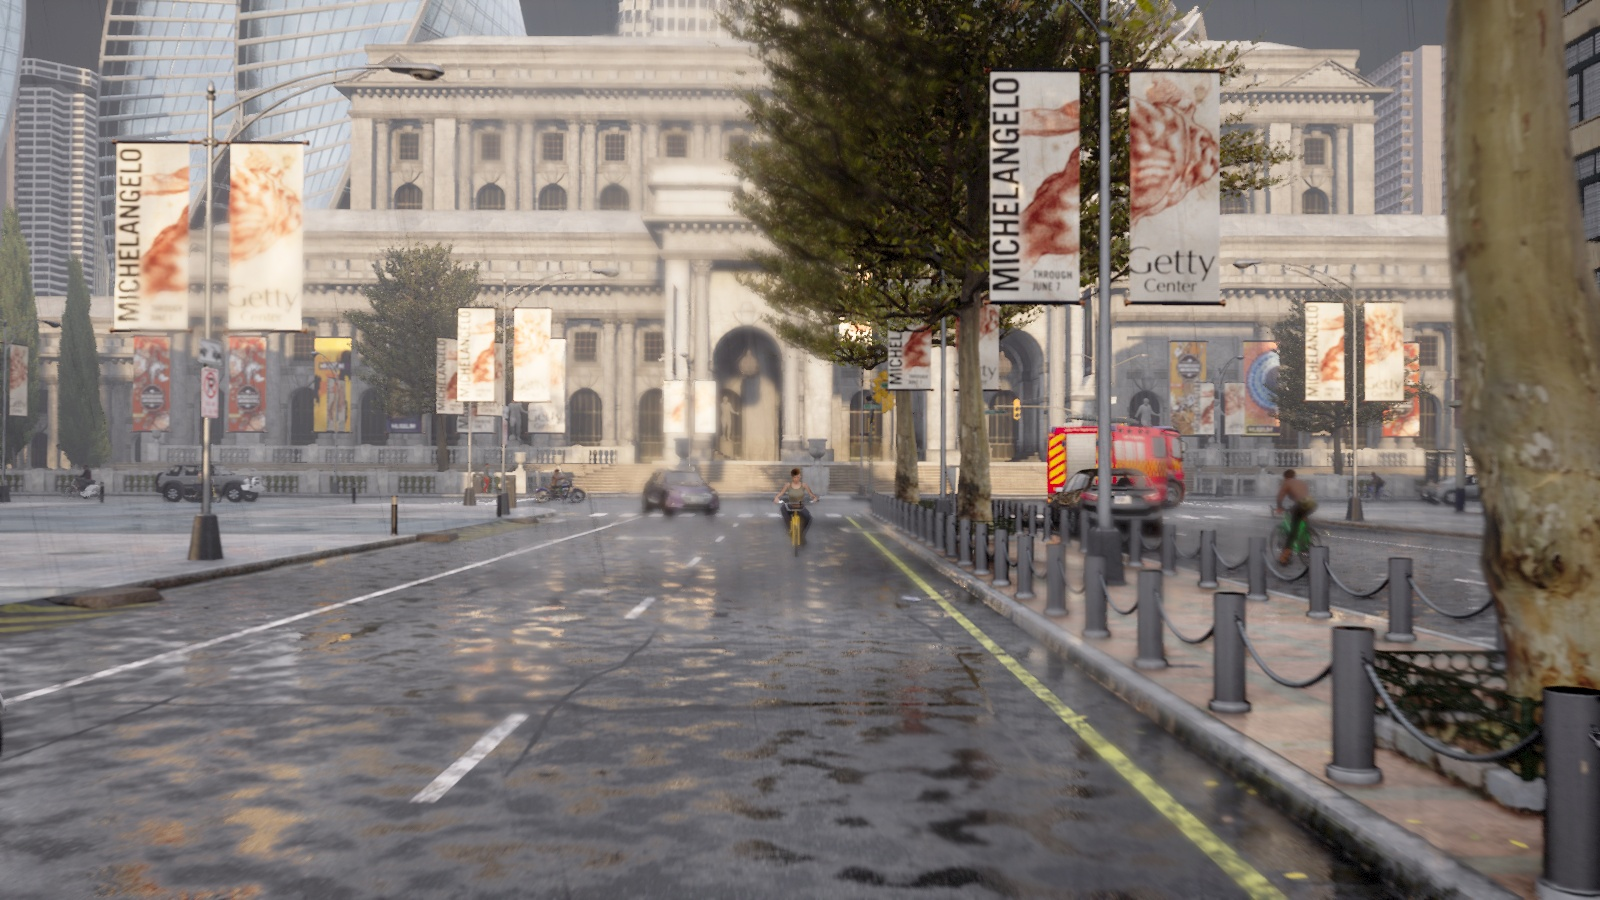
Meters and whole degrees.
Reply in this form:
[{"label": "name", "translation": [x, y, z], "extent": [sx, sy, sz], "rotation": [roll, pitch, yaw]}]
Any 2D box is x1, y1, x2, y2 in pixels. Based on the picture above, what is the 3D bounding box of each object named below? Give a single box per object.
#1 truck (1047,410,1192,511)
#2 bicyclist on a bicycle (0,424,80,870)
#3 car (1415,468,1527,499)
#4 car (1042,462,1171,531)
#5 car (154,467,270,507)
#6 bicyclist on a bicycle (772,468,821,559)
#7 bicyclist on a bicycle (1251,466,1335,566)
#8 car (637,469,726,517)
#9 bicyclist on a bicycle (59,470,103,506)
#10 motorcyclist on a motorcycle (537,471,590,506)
[{"label": "truck", "translation": [13.424, 0.469, 52.225], "extent": [2.891, 3.827, 8.468], "rotation": [-1, -1, 36]}, {"label": "bicyclist on a bicycle", "translation": [-3.512, 0.777, 4.621], "extent": [0.659, 1.776, 1.843], "rotation": [0, -1, 0]}, {"label": "car", "translation": [33.515, 1.679, 62.785], "extent": [4.514, 1.525, 2.007], "rotation": [0, -1, 0]}, {"label": "car", "translation": [7.917, 1.178, 32.893], "extent": [2.242, 1.667, 4.611], "rotation": [0, -1, 0]}, {"label": "car", "translation": [-27.761, 1.736, 59.376], "extent": [4.605, 1.855, 1.932], "rotation": [0, -1, 0]}, {"label": "bicyclist on a bicycle", "translation": [-0.062, 1.138, 23.106], "extent": [0.866, 1.612, 1.509], "rotation": [0, -1, 0]}, {"label": "bicyclist on a bicycle", "translation": [8.278, 1.089, 21.169], "extent": [0.582, 1.620, 1.656], "rotation": [0, -1, -7]}, {"label": "car", "translation": [-4.378, 1.528, 45.734], "extent": [2.033, 1.649, 4.856], "rotation": [0, -1, -21]}, {"label": "bicyclist on a bicycle", "translation": [-35.975, 1.881, 62.851], "extent": [1.843, 1.776, 0.659], "rotation": [0, -1, 0]}, {"label": "motorcyclist on a motorcycle", "translation": [-11.180, 1.803, 59.355], "extent": [2.350, 1.649, 0.766], "rotation": [0, -1, 0]}]
